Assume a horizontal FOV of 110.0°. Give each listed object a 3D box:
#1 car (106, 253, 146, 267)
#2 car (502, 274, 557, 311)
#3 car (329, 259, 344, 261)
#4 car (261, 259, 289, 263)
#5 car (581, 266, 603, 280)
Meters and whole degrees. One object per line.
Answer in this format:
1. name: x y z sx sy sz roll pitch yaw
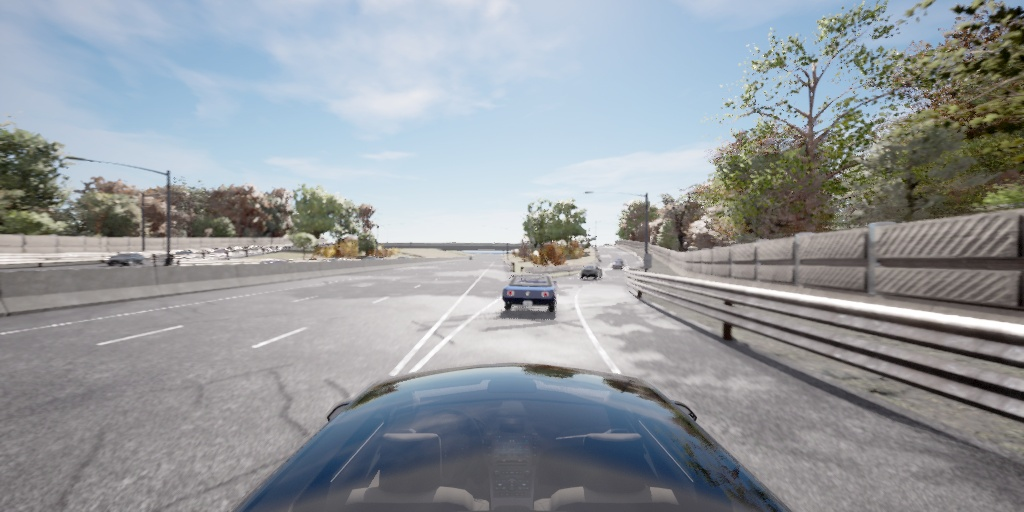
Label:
1. car: -43.863 0.388 40.851 1.837 1.490 4.892 0 1 -26
2. car: 0.887 1.380 14.628 1.895 1.301 4.718 1 -1 8
3. car: -22.703 1.168 46.186 2.033 1.411 5.357 0 0 -1
4. car: -29.657 1.125 44.486 2.033 1.411 5.357 0 0 -1
5. car: 9.345 1.944 41.876 1.837 1.490 4.892 0 -1 24
